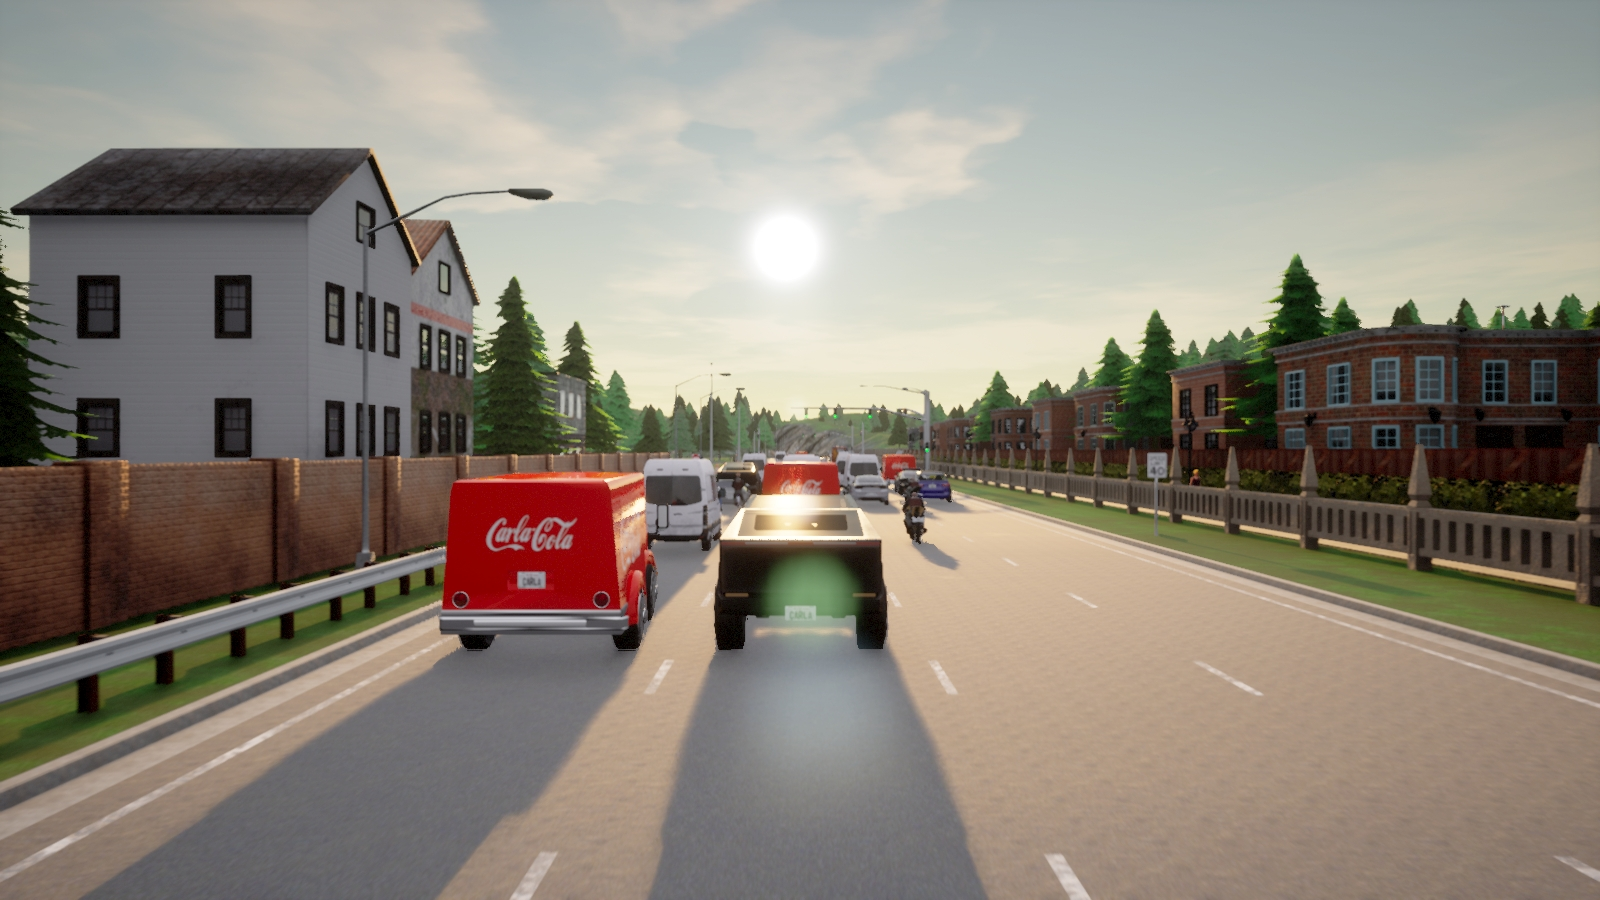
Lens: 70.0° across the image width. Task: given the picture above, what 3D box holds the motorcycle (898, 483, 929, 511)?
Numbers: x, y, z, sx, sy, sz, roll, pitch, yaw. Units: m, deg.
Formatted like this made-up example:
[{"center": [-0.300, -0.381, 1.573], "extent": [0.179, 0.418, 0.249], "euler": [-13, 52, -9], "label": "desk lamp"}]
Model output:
[{"center": [5.355, 2.213, 54.047], "extent": [0.867, 1.251, 2.209], "euler": [0, 0, -10], "label": "motorcycle"}]

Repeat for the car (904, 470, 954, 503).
[{"center": [7.069, 1.979, 62.965], "extent": [2.242, 1.667, 4.611], "euler": [0, 0, 0], "label": "car"}]

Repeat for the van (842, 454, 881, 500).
[{"center": [3.613, 1.545, 67.843], "extent": [1.988, 2.561, 5.915], "euler": [0, 0, 0], "label": "van"}]

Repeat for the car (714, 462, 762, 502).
[{"center": [-3.427, 1.763, 64.421], "extent": [2.390, 2.098, 6.274], "euler": [0, 0, 0], "label": "car"}]

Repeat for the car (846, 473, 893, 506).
[{"center": [3.568, 2.043, 59.591], "extent": [2.097, 1.535, 5.006], "euler": [0, 0, 0], "label": "car"}]

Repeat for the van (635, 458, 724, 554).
[{"center": [-3.468, 1.539, 33.940], "extent": [1.988, 2.561, 5.915], "euler": [0, 0, 0], "label": "van"}]

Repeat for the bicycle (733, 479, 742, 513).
[{"center": [-2.819, 2.068, 51.625], "extent": [0.329, 1.471, 1.835], "euler": [0, 0, -5], "label": "bicycle"}]

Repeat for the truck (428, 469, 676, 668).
[{"center": [-3.481, 1.573, 17.338], "extent": [2.627, 2.467, 5.204], "euler": [0, 0, 0], "label": "truck"}]

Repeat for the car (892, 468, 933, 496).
[{"center": [7.082, 1.993, 72.666], "extent": [2.097, 1.638, 5.238], "euler": [0, 0, 0], "label": "car"}]

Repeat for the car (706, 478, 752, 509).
[{"center": [-3.491, 2.127, 56.618], "extent": [1.994, 1.385, 4.181], "euler": [0, 0, 0], "label": "car"}]

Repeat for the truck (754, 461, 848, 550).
[{"center": [0.036, 1.568, 34.438], "extent": [2.627, 2.467, 5.204], "euler": [0, 0, 0], "label": "truck"}]

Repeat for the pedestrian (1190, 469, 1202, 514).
[{"center": [16.454, 1.709, 47.449], "extent": [0.375, 1.860, 0.375], "euler": [0, 0, 0], "label": "pedestrian"}]

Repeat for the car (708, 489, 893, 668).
[{"center": [0.019, 1.756, 17.839], "extent": [2.390, 2.098, 6.274], "euler": [0, 0, 0], "label": "car"}]

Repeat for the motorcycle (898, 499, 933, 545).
[{"center": [3.548, 2.211, 35.322], "extent": [0.867, 1.251, 2.209], "euler": [0, 1, 0], "label": "motorcycle"}]
